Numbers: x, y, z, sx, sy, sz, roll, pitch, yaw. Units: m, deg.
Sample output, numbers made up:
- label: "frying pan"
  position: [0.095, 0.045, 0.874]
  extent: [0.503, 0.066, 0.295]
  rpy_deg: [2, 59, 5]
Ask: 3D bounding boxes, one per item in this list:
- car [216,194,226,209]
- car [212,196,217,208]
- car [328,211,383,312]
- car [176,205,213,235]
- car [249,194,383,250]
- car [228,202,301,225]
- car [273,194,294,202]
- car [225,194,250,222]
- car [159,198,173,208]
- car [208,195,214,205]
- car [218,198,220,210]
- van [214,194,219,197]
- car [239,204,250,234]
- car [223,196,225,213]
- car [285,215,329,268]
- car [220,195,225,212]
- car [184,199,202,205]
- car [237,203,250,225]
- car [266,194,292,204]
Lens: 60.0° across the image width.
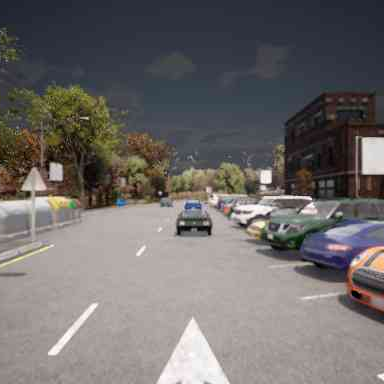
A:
- label: "car"
  position: [5.435, 1.450, 36.558]
  extent: [4.553, 1.767, 2.185]
  rpy_deg: [1, 0, -20]
- label: "car"
  position: [5.397, 1.587, 39.560]
  extent: [5.008, 1.535, 2.097]
  rpy_deg: [1, -1, -20]
- label: "car"
  position: [5.353, 1.368, 6.534]
  extent: [4.553, 1.767, 2.185]
  rpy_deg: [1, 0, -20]
- label: "car"
  position: [0.116, 1.633, 19.111]
  extent: [1.895, 1.301, 4.718]
  rpy_deg: [0, 0, 0]
- label: "car"
  position: [5.326, 1.251, 12.509]
  extent: [5.566, 2.045, 2.435]
  rpy_deg: [1, 0, -20]
- label: "car"
  position: [5.346, 1.562, 24.525]
  extent: [4.792, 1.488, 2.163]
  rpy_deg: [1, 0, -20]
- label: "car"
  position: [24.010, 1.550, 87.731]
  extent: [2.435, 2.045, 5.566]
  rpy_deg: [0, -1, -21]
- label: "car"
  position: [5.340, 1.272, 21.526]
  extent: [5.566, 2.045, 2.435]
  rpy_deg: [1, 0, -20]
- label: "car"
  position: [-4.042, 1.661, 52.550]
  extent: [1.837, 1.490, 4.892]
  rpy_deg: [0, -1, 1]
- label: "car"
  position: [5.230, 1.618, 48.504]
  extent: [5.366, 1.575, 1.946]
  rpy_deg: [1, 0, -20]
- label: "car"
  position: [5.396, 1.604, 33.549]
  extent: [4.674, 1.452, 2.002]
  rpy_deg: [1, 0, -20]
- label: "van"
  position: [5.518, 1.376, 42.606]
  extent: [4.442, 1.987, 1.878]
  rpy_deg: [1, -1, -20]
- label: "car"
  position: [5.171, 1.503, 15.466]
  extent: [5.366, 1.575, 1.946]
  rpy_deg: [1, 0, -20]
- label: "car"
  position: [5.349, 1.416, 27.539]
  extent: [4.553, 1.767, 2.185]
  rpy_deg: [1, 0, -20]
- label: "car"
  position: [5.324, 1.538, 9.530]
  extent: [4.674, 1.452, 2.002]
  rpy_deg: [1, 0, -20]
- label: "car"
  position: [5.357, 1.427, 30.541]
  extent: [4.553, 1.767, 2.185]
  rpy_deg: [1, 0, -20]
- label: "car"
  position: [0.130, 1.570, 37.264]
  extent: [1.882, 1.535, 5.008]
  rpy_deg: [0, 0, 0]
- label: "car"
  position: [5.325, 1.545, 18.524]
  extent: [4.792, 1.488, 2.163]
  rpy_deg: [1, 0, -20]
- label: "car"
  position: [18.387, 1.473, 70.589]
  extent: [2.435, 2.045, 5.566]
  rpy_deg: [0, 0, -21]
